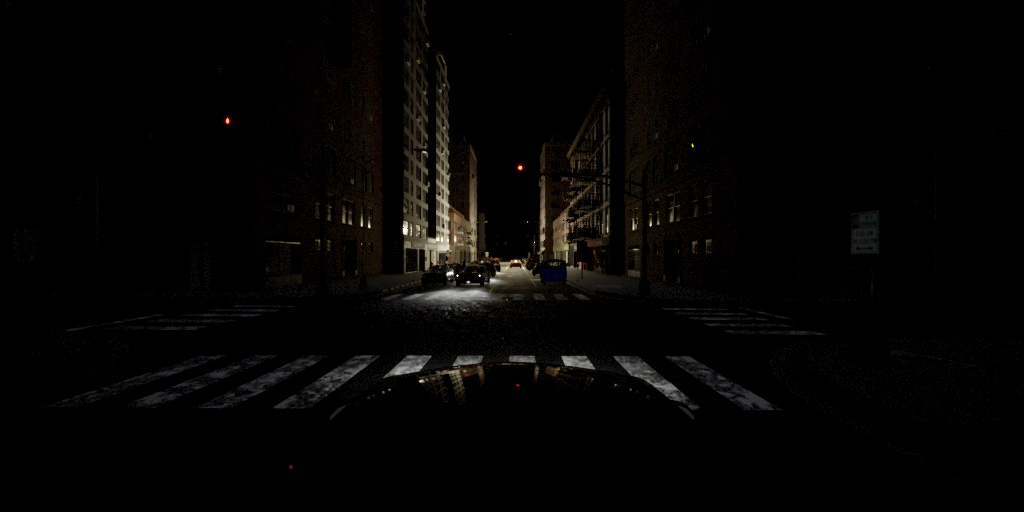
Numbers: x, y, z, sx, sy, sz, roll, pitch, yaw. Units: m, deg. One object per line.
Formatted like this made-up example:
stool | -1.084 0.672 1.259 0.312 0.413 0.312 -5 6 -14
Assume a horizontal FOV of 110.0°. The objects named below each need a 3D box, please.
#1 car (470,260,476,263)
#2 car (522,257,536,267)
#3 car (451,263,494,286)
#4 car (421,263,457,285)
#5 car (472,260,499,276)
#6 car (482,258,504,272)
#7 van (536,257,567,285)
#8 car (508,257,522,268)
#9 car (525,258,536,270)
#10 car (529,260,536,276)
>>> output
car | -4.975 1.269 47.984 1.751 1.417 4.829 0 0 1
car | 3.103 1.054 53.769 2.192 1.841 5.009 0 0 1
car | -2.652 1.349 25.134 1.895 1.301 4.718 0 0 4
car | -5.179 1.299 25.427 2.007 1.370 4.403 0 0 1
car | -2.548 1.349 35.146 1.895 1.301 4.718 0 0 1
car | -2.452 1.309 45.199 1.994 1.385 4.181 0 0 1
van | 2.846 1.089 25.363 1.690 1.789 3.998 0 0 1
car | 0.618 1.336 59.045 1.895 1.301 4.718 0 0 1
car | 3.052 1.325 48.087 1.802 1.307 4.207 0 0 1
car | 2.949 1.330 36.725 1.802 1.307 4.207 0 0 1
